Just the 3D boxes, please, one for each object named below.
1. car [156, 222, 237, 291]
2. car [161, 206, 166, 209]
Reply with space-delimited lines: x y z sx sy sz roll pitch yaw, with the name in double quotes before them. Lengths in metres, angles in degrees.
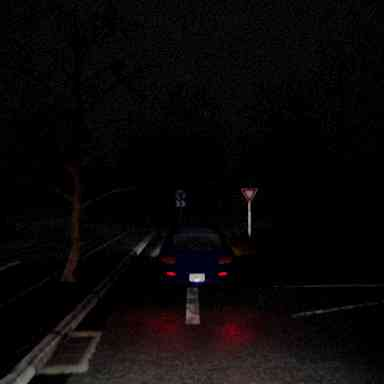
"car" 0.110 1.549 8.981 1.812 1.442 4.674 0 0 0
"car" -5.725 2.049 43.528 4.718 1.301 1.895 1 -2 17
